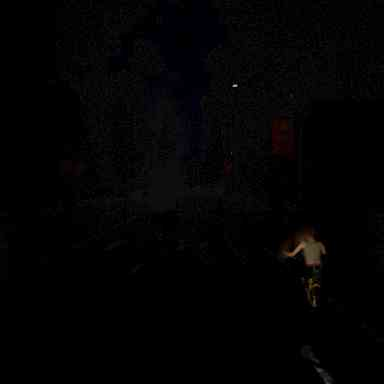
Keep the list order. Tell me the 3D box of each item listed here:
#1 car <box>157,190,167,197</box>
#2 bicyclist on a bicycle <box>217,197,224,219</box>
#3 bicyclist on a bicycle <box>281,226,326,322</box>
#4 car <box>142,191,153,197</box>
[{"bbox_3d":[-6.495,0.287,73.135,2.128,1.511,4.902,0,1,0],"label":"car"},{"bbox_3d":[2.234,1.240,25.713,0.582,1.620,1.656,-1,0,0],"label":"bicyclist on a bicycle"},{"bbox_3d":[2.157,1.430,6.218,0.866,1.612,1.509,0,0,0],"label":"bicyclist on a bicycle"},{"bbox_3d":[-9.745,0.357,73.107,1.895,1.301,4.718,0,1,0],"label":"car"}]
